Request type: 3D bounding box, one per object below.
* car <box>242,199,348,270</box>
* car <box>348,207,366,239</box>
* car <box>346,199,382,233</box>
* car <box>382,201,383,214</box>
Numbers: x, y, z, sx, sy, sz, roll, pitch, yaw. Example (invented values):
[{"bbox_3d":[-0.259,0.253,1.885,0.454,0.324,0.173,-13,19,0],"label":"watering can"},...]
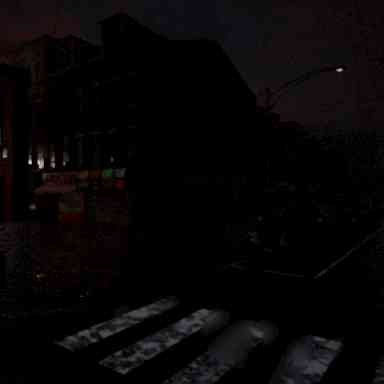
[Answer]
[{"bbox_3d":[3.571,1.324,11.406,2.192,1.841,5.009,0,0,35],"label":"car"},{"bbox_3d":[6.717,1.581,15.827,1.947,1.339,4.313,0,0,35],"label":"car"},{"bbox_3d":[9.861,1.338,20.251,2.192,1.841,5.009,0,0,35],"label":"car"},{"bbox_3d":[19.296,1.602,33.519,2.008,1.369,4.403,0,0,35],"label":"car"}]
